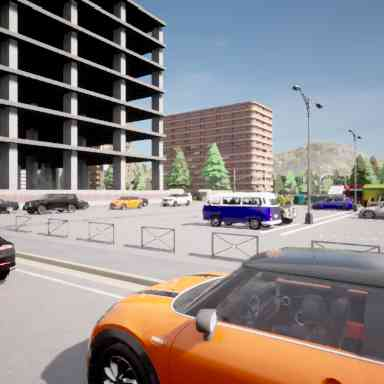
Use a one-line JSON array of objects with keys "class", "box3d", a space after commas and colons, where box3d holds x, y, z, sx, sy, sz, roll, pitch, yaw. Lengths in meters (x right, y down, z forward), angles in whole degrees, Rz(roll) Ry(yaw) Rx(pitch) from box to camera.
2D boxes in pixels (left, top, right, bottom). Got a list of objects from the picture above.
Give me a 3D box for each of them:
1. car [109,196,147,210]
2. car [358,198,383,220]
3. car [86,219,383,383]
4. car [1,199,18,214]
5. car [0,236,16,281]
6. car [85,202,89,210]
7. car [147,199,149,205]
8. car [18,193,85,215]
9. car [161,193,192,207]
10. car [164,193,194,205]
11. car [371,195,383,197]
[{"class": "car", "box3d": [-8.373, 1.297, 42.337, 2.097, 1.767, 4.553, 0, 0, 35]}, {"class": "car", "box3d": [14.613, 1.395, 24.802, 3.806, 1.475, 1.970, 0, 0, 36]}, {"class": "car", "box3d": [1.036, 1.352, 3.250, 4.553, 1.767, 2.097, 0, 0, 35]}, {"class": "car", "box3d": [-19.556, 1.436, 32.578, 2.128, 1.511, 4.902, 0, 0, 36]}, {"class": "car", "box3d": [-6.477, 1.492, 8.564, 4.902, 1.511, 2.128, 0, 0, 35]}, {"class": "car", "box3d": [-14.414, 1.508, 39.852, 1.994, 1.385, 4.181, 0, 0, 35]}, {"class": "car", "box3d": [-8.390, 1.436, 48.379, 2.128, 1.511, 4.902, 0, 0, 35]}, {"class": "car", "box3d": [-14.250, 1.166, 34.009, 2.150, 2.045, 5.566, 0, 0, 35]}, {"class": "car", "box3d": [-2.297, 1.166, 50.921, 2.150, 2.045, 5.566, 0, 0, 35]}, {"class": "car", "box3d": [-2.185, 1.166, 57.103, 2.150, 2.045, 5.566, 0, 0, 36]}, {"class": "car", "box3d": [17.819, 1.153, 29.367, 4.605, 1.855, 1.932, 0, 0, 36]}]
